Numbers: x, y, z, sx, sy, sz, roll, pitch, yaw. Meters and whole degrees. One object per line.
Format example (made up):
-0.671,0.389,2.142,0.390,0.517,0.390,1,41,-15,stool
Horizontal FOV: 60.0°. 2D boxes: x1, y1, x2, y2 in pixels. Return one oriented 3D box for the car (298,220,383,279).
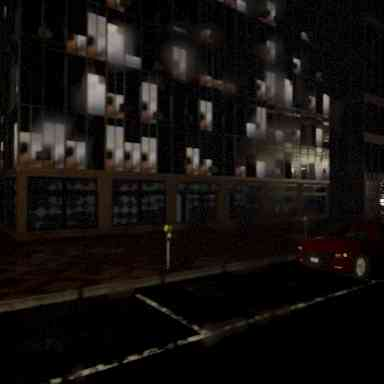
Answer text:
5.122,1.590,10.235,4.507,1.381,1.887,0,0,-36,car
